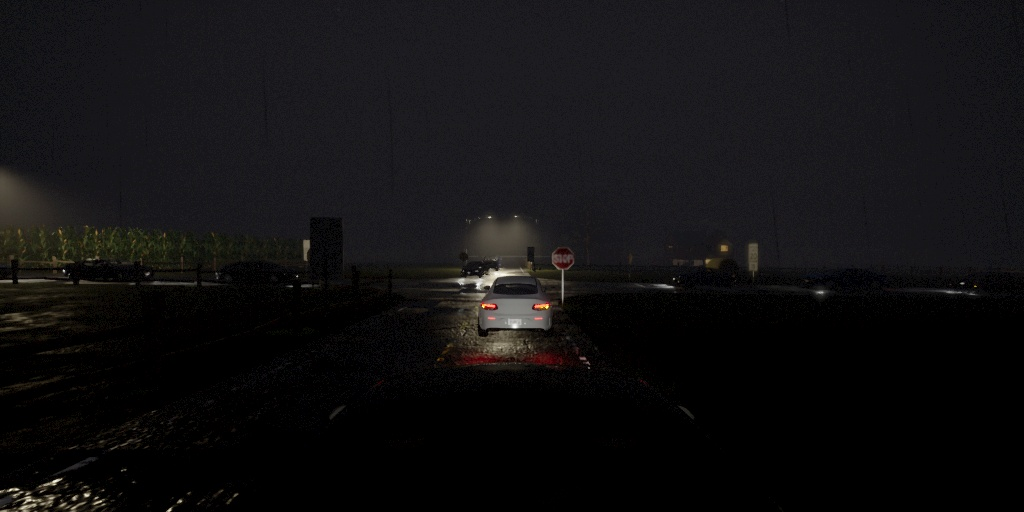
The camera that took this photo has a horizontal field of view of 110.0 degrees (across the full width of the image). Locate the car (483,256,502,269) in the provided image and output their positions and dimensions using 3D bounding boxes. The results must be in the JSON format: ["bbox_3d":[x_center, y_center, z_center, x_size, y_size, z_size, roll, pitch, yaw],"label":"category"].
[{"bbox_3d":[-2.825,0.959,46.669,2.150,2.045,5.566,0,0,0],"label":"car"}]

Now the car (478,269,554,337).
[{"bbox_3d":[0.132,1.273,10.127,1.812,1.442,4.674,0,0,2],"label":"car"}]

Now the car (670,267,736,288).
[{"bbox_3d":[13.660,1.495,25.807,4.181,1.385,1.994,1,1,1],"label":"car"}]

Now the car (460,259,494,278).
[{"bbox_3d":[-3.380,1.247,33.513,1.837,1.490,4.892,0,0,9],"label":"car"}]

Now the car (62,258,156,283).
[{"bbox_3d":[-26.378,0.900,23.571,4.902,1.511,2.128,1,1,1],"label":"car"}]

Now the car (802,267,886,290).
[{"bbox_3d":[23.632,1.554,25.636,5.008,1.535,1.882,1,1,1],"label":"car"}]

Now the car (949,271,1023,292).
[{"bbox_3d":[34.005,1.798,25.446,4.181,1.385,1.994,1,1,1],"label":"car"}]

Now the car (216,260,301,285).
[{"bbox_3d":[-16.458,1.052,23.425,4.892,1.490,1.837,1,1,0],"label":"car"}]

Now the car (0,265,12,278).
[{"bbox_3d":[-36.305,0.868,23.754,4.718,1.301,1.895,1,1,1],"label":"car"}]
